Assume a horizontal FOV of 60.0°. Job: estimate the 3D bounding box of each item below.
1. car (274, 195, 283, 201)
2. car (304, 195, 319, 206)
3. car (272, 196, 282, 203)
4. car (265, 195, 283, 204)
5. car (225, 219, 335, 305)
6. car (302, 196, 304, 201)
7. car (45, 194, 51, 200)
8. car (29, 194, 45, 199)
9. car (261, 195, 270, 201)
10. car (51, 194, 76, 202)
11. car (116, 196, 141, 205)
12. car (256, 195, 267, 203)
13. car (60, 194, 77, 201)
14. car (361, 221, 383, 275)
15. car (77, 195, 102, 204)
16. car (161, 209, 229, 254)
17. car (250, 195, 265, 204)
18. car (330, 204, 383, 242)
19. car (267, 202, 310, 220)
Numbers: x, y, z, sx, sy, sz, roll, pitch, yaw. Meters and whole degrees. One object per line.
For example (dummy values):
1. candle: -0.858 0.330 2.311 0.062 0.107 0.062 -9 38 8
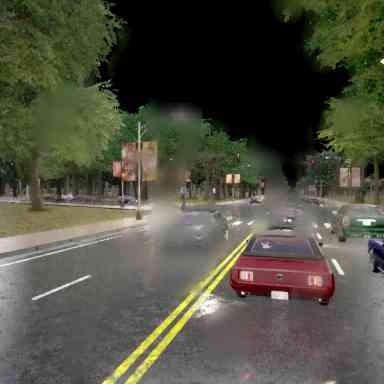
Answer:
1. car: 21.506 1.489 82.308 1.882 1.535 5.008 0 0 17
2. car: 20.489 1.510 56.611 1.837 1.490 4.892 0 0 17
3. car: 18.455 1.604 72.396 1.895 1.301 4.718 0 0 17
4. car: 15.392 1.554 62.591 2.033 1.411 5.357 0 0 18
5. car: 2.247 1.601 8.200 1.895 1.301 4.718 0 0 17
6. car: 28.820 1.565 83.968 1.994 1.385 4.181 0 0 17
7. car: -37.116 1.225 85.216 4.674 1.442 1.812 0 0 40
8. car: -39.090 1.297 82.629 4.718 1.301 1.895 0 0 40
9. car: 18.285 1.535 82.887 1.812 1.442 4.674 0 0 17
10. car: -26.168 1.300 67.500 4.674 1.442 1.812 0 0 40
11. car: -10.421 1.365 54.157 4.902 1.511 2.128 0 0 41
12. car: 15.263 1.486 73.076 1.882 1.535 5.008 0 0 17
13. car: -29.259 1.261 78.600 4.674 1.442 1.812 0 0 40
14. car: 5.455 1.601 7.593 1.895 1.301 4.718 0 0 17
15. car: -18.417 1.423 60.909 4.718 1.301 1.895 0 0 41
16. car: 0.295 1.505 13.648 1.837 1.490 4.892 0 0 17
17. car: 12.317 1.554 63.633 2.033 1.411 5.357 0 0 18
18. car: 8.055 1.352 16.197 2.097 1.767 4.553 0 0 17
19. car: 4.920 1.505 17.065 1.837 1.490 4.892 0 0 17
